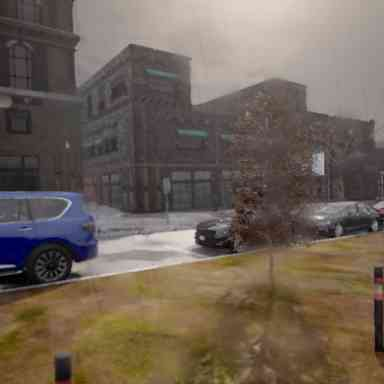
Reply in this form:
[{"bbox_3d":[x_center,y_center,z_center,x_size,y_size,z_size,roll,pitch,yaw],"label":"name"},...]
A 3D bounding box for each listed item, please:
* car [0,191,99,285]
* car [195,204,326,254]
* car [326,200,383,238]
[{"bbox_3d":[-4.860,1.025,7.138,5.566,2.045,2.435,-1,0,-33],"label":"car"},{"bbox_3d":[2.424,1.229,12.348,5.008,1.535,2.097,-1,0,-33],"label":"car"},{"bbox_3d":[6.931,1.203,15.572,4.892,1.521,2.231,-1,1,-33],"label":"car"}]
